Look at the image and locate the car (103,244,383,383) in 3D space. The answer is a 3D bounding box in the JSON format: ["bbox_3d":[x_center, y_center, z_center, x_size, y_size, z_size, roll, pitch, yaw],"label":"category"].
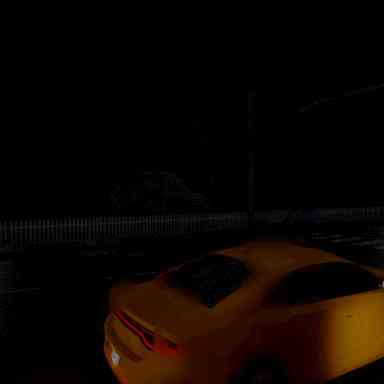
[{"bbox_3d":[1.377,1.477,4.560,5.008,1.535,1.882,0,0,-30],"label":"car"}]
